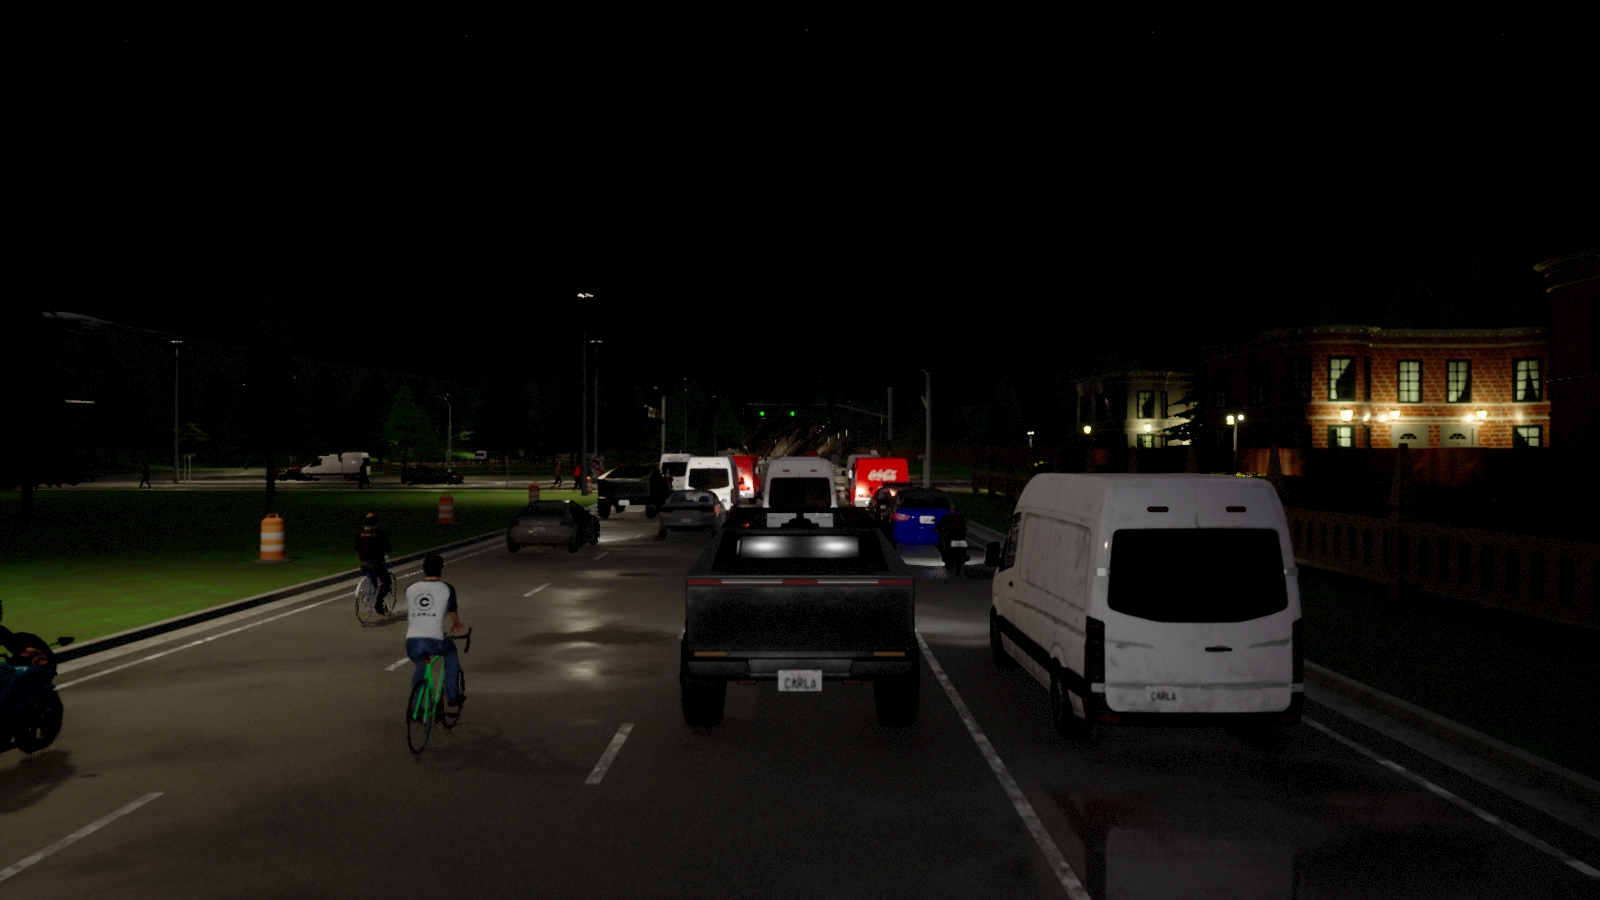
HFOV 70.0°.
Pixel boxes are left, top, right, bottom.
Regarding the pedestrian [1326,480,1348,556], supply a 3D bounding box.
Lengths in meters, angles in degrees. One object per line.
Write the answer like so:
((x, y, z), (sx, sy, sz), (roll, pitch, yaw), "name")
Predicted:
((13.374, 1.688, 28.466), (0.375, 1.860, 0.375), (0, 0, 1), "pedestrian")

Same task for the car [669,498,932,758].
((0.001, 1.749, 13.518), (2.390, 2.098, 6.274), (0, 0, 0), "car")

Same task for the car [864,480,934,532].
((3.501, 1.970, 41.268), (2.097, 1.638, 5.238), (0, 0, 0), "car")

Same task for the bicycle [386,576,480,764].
((-3.499, 2.052, 11.011), (0.373, 1.496, 1.643), (0, 0, 0), "bicycle")

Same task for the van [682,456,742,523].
((-3.504, 1.521, 46.594), (1.988, 2.561, 5.915), (0, 0, 0), "van")

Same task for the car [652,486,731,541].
((-3.495, 2.023, 37.712), (2.097, 1.535, 5.006), (0, 0, 0), "car")

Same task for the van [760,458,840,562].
((-0.003, 1.525, 31.437), (1.988, 2.561, 5.915), (0, 0, 0), "van")

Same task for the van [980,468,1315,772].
((3.497, 1.530, 12.920), (1.988, 2.561, 5.915), (0, 0, 0), "van")

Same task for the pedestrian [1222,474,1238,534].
((13.469, 1.686, 35.774), (0.375, 1.860, 0.375), (0, 0, 1), "pedestrian")

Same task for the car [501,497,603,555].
((-6.999, 2.109, 32.692), (1.994, 1.385, 4.181), (0, 0, 0), "car")

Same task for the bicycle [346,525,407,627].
((-7.003, 2.054, 18.966), (0.329, 1.471, 1.835), (0, 1, 0), "bicycle")

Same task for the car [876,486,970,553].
((3.500, 1.958, 33.413), (2.242, 1.667, 4.611), (0, 0, 0), "car")

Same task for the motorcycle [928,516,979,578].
((3.501, 2.197, 26.206), (0.867, 1.251, 2.209), (0, 0, 0), "motorcycle")

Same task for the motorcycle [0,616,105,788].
((-6.999, 2.184, 9.824), (0.803, 1.199, 2.033), (0, 0, 0), "motorcycle")
